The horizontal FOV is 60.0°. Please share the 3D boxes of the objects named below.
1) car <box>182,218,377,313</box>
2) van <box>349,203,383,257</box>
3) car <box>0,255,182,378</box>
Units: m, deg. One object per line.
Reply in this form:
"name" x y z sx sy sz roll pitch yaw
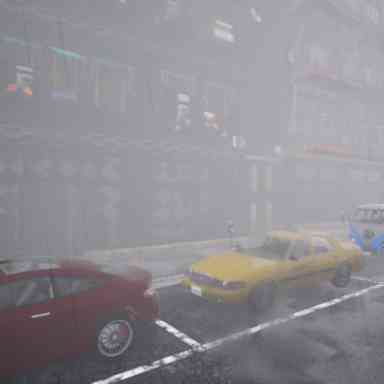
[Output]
"car" 2.045 1.482 7.545 4.829 1.417 1.752 -1 1 -35
"van" 6.781 1.254 10.919 3.998 1.788 1.690 -1 1 -35
"car" -2.414 1.579 4.366 4.206 1.307 1.802 -1 1 -35
